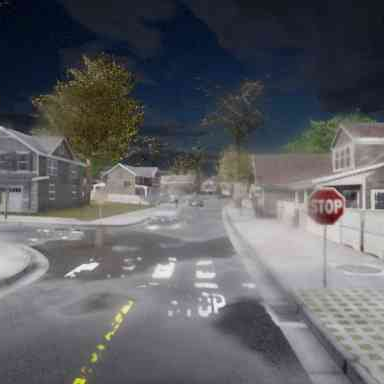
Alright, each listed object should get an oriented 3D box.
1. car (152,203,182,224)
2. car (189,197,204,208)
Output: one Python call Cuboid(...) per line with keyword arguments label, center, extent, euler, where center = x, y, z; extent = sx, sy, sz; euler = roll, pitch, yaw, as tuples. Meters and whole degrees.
Cuboid(label="car", center=(-1.787, 1.586, 24.894), extent=(1.812, 1.442, 4.674), euler=(0, 1, 4))
Cuboid(label="car", center=(0.673, 1.564, 49.693), extent=(2.128, 1.511, 4.902), euler=(0, 0, 7))
